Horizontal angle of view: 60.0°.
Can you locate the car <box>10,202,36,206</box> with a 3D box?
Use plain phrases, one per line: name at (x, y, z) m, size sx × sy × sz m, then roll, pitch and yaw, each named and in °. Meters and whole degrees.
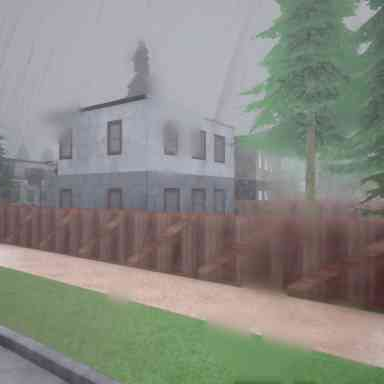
car at (-15.363, 1.581, 29.328) m, size 1.895 × 1.301 × 4.718 m, roll 0°, pitch 0°, yaw 28°
